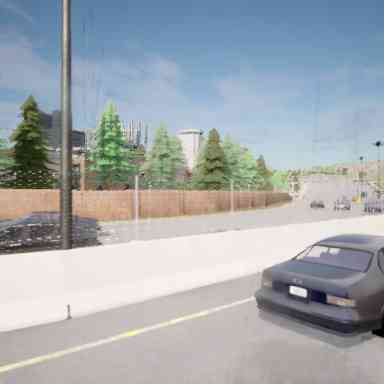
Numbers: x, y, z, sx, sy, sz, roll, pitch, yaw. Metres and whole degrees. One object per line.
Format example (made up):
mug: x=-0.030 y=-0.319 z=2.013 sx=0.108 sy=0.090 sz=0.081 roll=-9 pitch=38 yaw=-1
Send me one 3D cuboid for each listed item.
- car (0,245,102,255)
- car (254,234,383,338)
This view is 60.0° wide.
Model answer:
car: x=-4.986 y=1.553 z=9.192 sx=4.892 sy=1.490 sz=1.837 roll=0 pitch=0 yaw=-37
car: x=3.556 y=1.577 z=6.717 sx=5.357 sy=1.411 sz=2.033 roll=0 pitch=0 yaw=-40
